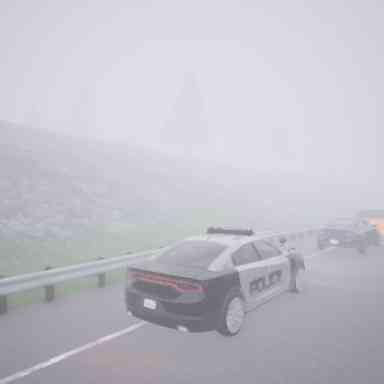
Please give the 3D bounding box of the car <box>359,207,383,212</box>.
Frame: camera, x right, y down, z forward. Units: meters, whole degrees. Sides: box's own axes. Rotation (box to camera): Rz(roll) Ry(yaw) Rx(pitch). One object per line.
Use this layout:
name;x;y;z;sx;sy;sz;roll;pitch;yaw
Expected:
car;10.942;1.737;19.493;2.097;1.767;4.553;-1;-2;41

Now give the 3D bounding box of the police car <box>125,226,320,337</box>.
police car;0.923;1.581;7.253;1.930;1.638;5.238;-1;-2;38

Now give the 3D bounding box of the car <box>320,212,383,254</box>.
car;7.092;1.827;14.947;1.812;1.442;4.674;-1;-2;40
